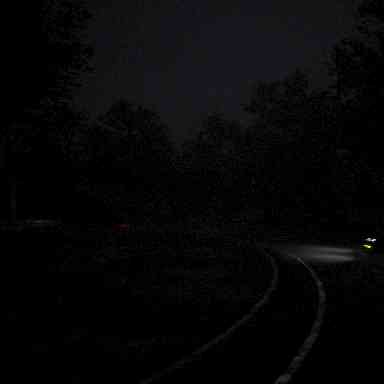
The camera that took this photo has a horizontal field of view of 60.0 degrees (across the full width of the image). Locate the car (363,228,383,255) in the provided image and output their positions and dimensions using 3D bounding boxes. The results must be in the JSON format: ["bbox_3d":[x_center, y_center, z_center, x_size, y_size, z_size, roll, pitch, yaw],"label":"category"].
[{"bbox_3d":[8.567,1.572,11.360,4.892,1.490,1.837,-1,1,27],"label":"car"}]

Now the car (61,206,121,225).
[{"bbox_3d":[-8.503,1.946,28.031,5.008,1.535,1.882,-1,-1,8],"label":"car"}]
